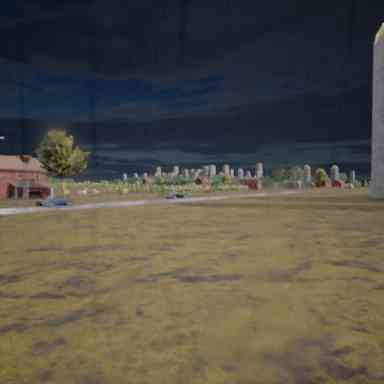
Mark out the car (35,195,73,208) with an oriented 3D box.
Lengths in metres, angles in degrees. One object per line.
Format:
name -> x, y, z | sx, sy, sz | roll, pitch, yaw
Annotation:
car -> -16.308, 1.099, 39.481 | 1.994, 1.385, 4.181 | 1, 2, 36

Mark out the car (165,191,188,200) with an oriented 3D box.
car -> -2.737, 0.563, 58.148 | 1.837, 1.490, 4.892 | 1, 1, 36
